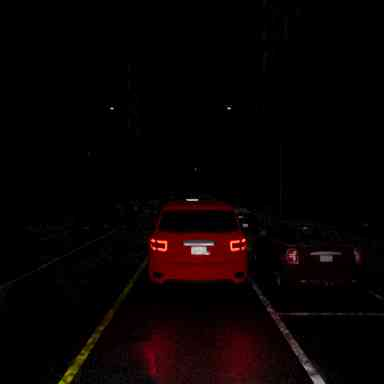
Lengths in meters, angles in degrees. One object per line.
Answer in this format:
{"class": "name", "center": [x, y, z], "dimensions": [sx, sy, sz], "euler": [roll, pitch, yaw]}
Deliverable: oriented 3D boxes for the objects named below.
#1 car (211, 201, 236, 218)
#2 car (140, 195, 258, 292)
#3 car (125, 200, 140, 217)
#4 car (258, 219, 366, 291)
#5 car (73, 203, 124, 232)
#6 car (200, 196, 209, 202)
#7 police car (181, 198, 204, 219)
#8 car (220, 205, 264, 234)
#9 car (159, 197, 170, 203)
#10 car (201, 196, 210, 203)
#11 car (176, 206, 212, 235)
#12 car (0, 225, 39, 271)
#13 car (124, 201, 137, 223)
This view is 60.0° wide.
{"class": "car", "center": [2.870, 1.569, 31.014], "dimensions": [1.947, 1.339, 4.313], "euler": [0, 0, 0]}
{"class": "car", "center": [0.108, 1.221, 9.093], "dimensions": [2.150, 2.045, 5.566], "euler": [0, 0, -1]}
{"class": "car", "center": [-5.656, 1.443, 31.019], "dimensions": [1.967, 1.590, 4.097], "euler": [0, 0, 0]}
{"class": "car", "center": [2.858, 1.440, 9.009], "dimensions": [1.967, 1.590, 4.097], "euler": [0, 0, 0]}
{"class": "car", "center": [-5.661, 1.567, 20.016], "dimensions": [1.947, 1.339, 4.313], "euler": [0, 0, 0]}
{"class": "car", "center": [2.948, 1.615, 78.922], "dimensions": [2.008, 1.369, 4.403], "euler": [0, 0, 0]}
{"class": "police car", "center": [0.015, 1.428, 30.127], "dimensions": [1.930, 1.638, 5.238], "euler": [0, 0, 0]}
{"class": "car", "center": [2.864, 1.551, 20.012], "dimensions": [2.008, 1.369, 4.403], "euler": [0, 0, 0]}
{"class": "car", "center": [-5.603, 1.625, 68.122], "dimensions": [1.802, 1.307, 4.206], "euler": [0, 0, 0]}
{"class": "car", "center": [2.935, 1.579, 73.684], "dimensions": [1.752, 1.417, 4.829], "euler": [0, 0, 0]}
{"class": "car", "center": [0.109, 1.602, 19.863], "dimensions": [1.895, 1.301, 4.718], "euler": [0, 0, 0]}
{"class": "car", "center": [-5.667, 1.582, 9.013], "dimensions": [1.802, 1.307, 4.206], "euler": [0, 0, 0]}
{"class": "car", "center": [-5.659, 1.584, 25.517], "dimensions": [1.802, 1.307, 4.206], "euler": [0, 0, 0]}
